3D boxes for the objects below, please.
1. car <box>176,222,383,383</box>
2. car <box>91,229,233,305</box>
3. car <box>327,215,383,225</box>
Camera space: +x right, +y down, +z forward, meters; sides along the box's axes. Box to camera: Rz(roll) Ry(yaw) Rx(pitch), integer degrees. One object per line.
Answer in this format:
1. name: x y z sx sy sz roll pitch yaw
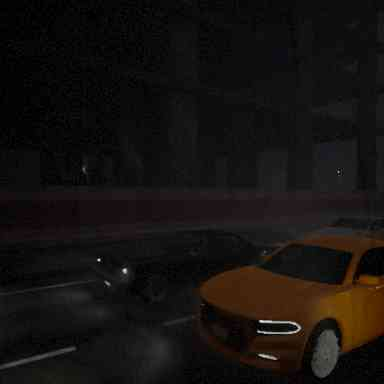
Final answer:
1. car: 2.389 1.517 5.653 5.008 1.535 1.882 1 0 -35
2. car: 0.027 1.637 8.306 4.718 1.301 1.895 1 0 -35
3. car: 6.394 1.622 12.729 4.674 1.442 1.812 1 0 -35
